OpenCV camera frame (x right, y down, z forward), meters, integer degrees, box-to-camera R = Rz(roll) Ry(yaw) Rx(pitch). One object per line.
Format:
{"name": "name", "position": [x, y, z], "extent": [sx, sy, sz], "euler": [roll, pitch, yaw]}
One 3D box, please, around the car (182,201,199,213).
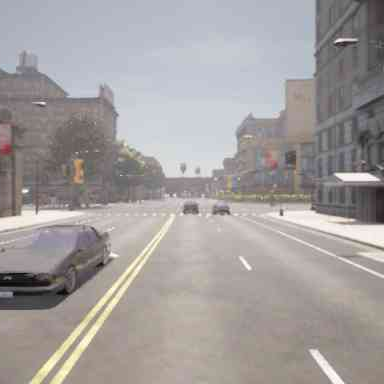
{"name": "car", "position": [-0.158, 1.841, 41.541], "extent": [1.837, 1.490, 4.892], "euler": [0, 0, -1]}

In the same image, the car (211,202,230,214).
{"name": "car", "position": [3.365, 1.862, 39.208], "extent": [2.033, 1.411, 5.357], "euler": [0, 0, 0]}

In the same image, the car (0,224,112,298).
{"name": "car", "position": [-3.606, 1.622, 9.109], "extent": [2.033, 1.411, 5.357], "euler": [0, 0, 0]}
